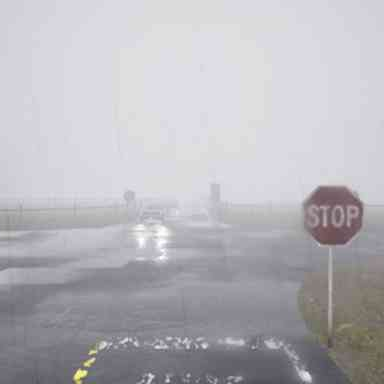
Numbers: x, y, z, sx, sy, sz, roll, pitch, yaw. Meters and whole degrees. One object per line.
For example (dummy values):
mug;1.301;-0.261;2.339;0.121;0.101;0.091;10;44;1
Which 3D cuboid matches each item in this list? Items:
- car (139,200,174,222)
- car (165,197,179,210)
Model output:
car;-2.826;1.584;26.046;1.895;1.301;4.718;0;0;3
car;-2.675;1.433;43.273;1.882;1.535;5.008;0;0;0
